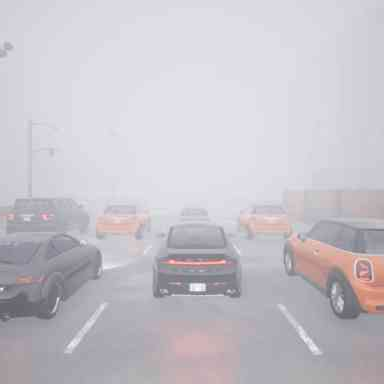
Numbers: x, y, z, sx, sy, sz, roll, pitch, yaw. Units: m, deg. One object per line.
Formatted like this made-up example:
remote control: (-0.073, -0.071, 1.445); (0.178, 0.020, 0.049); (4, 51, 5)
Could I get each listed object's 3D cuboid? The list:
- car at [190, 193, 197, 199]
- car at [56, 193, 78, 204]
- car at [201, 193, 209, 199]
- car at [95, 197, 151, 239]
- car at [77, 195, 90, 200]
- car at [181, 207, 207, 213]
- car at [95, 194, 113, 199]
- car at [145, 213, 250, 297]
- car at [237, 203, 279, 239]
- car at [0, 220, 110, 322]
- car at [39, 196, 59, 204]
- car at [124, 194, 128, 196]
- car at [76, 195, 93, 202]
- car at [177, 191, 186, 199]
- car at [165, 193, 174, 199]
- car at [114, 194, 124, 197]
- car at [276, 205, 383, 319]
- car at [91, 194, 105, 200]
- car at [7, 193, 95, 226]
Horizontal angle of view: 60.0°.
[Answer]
car: (0.338, 1.170, 93.610); (1.882, 1.535, 5.008); (0, 1, 1)
car: (-24.414, 1.198, 65.321); (2.150, 2.045, 5.566); (0, 0, 0)
car: (3.842, 1.242, 93.991); (1.994, 1.385, 4.181); (0, 1, 1)
car: (-3.391, 1.352, 17.318); (2.097, 1.767, 4.553); (0, 0, 0)
car: (-27.739, 1.410, 85.104); (1.895, 1.301, 4.718); (0, 1, 1)
car: (0.117, 1.547, 18.625); (2.033, 1.411, 5.357); (0, 0, 0)
car: (-17.416, 1.463, 65.046); (1.837, 1.490, 4.892); (0, 0, 0)
car: (0.105, 1.505, 8.533); (1.837, 1.490, 4.892); (0, 0, 0)
car: (3.609, 1.352, 17.271); (2.097, 1.767, 4.553); (0, 0, 0)
car: (-3.396, 1.564, 7.350); (1.994, 1.385, 4.181); (0, 0, 0)
car: (-27.916, 1.569, 65.081); (1.895, 1.301, 4.718); (0, 0, 0)
car: (-17.240, 1.339, 85.045); (1.812, 1.442, 4.674); (0, 1, 1)
car: (-24.326, 1.435, 75.437); (2.128, 1.511, 4.902); (0, 0, 1)
car: (-3.162, 1.192, 93.644); (1.837, 1.490, 4.892); (0, 1, 1)
car: (-6.661, 1.192, 93.673); (1.837, 1.490, 4.892); (0, 1, 1)
car: (-17.332, 1.393, 74.755); (1.882, 1.535, 5.008); (0, 0, 1)
car: (3.604, 1.352, 7.517); (2.097, 1.767, 4.553); (0, 0, 0)
car: (-24.234, 1.332, 85.740); (2.128, 1.511, 4.902); (0, 1, 1)
car: (-6.892, 1.223, 16.586); (2.150, 2.045, 5.566); (0, 0, 0)
